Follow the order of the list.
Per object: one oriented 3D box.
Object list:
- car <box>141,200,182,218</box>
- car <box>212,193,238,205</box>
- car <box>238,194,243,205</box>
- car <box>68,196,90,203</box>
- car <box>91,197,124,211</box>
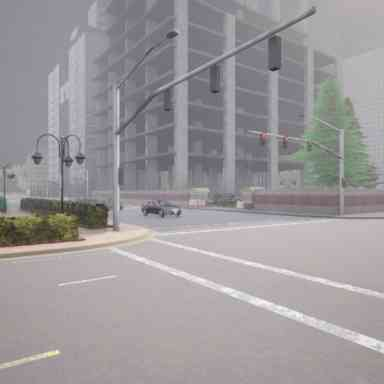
[{"bbox_3d":[-2.819,1.436,29.815,2.128,1.511,4.902,0,0,-36],"label":"car"},{"bbox_3d":[4.957,1.113,53.441,1.905,1.878,3.866,0,0,-36],"label":"car"},{"bbox_3d":[7.346,1.113,55.157,1.905,1.878,3.866,0,0,-36],"label":"car"},{"bbox_3d":[-17.325,1.508,49.817,1.994,1.385,4.181,0,0,-35],"label":"car"},{"bbox_3d":[-9.768,1.436,39.379,2.128,1.511,4.902,0,0,-36],"label":"car"}]
